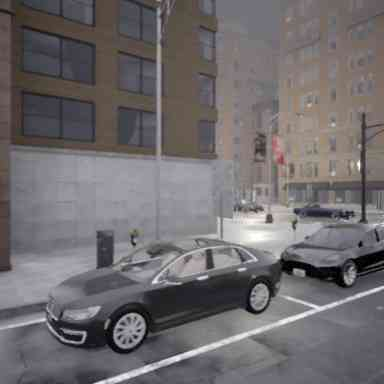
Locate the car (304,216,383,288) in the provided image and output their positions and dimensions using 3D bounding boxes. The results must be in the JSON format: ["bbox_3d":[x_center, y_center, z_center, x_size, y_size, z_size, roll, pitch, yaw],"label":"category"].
[{"bbox_3d":[4.369,1.578,9.302,4.313,1.339,1.947,0,0,-35],"label":"car"}]

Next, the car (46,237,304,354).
[{"bbox_3d":[-0.241,1.555,6.014,4.403,1.369,2.008,0,0,-35],"label":"car"}]

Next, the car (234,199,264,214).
[{"bbox_3d":[5.063,1.465,34.951,2.033,1.411,5.357,0,0,-36],"label":"car"}]

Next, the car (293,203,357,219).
[{"bbox_3d":[10.730,1.564,27.075,1.895,1.301,4.718,0,0,-36],"label":"car"}]
